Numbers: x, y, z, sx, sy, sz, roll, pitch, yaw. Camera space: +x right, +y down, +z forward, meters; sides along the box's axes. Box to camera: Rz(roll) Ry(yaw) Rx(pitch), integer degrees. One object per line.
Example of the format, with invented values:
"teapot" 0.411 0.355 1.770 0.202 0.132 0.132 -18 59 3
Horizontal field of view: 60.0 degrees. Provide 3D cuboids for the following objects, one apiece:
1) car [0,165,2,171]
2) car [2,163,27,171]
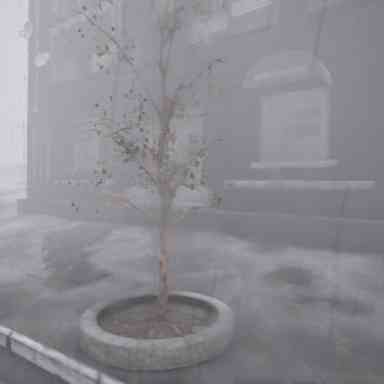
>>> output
"car" -29.066 -3.430 50.088 4.674 1.452 2.002 1 1 28
"car" -24.234 -3.369 47.629 4.892 1.521 2.231 1 1 27
